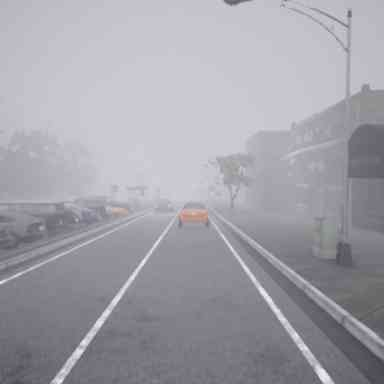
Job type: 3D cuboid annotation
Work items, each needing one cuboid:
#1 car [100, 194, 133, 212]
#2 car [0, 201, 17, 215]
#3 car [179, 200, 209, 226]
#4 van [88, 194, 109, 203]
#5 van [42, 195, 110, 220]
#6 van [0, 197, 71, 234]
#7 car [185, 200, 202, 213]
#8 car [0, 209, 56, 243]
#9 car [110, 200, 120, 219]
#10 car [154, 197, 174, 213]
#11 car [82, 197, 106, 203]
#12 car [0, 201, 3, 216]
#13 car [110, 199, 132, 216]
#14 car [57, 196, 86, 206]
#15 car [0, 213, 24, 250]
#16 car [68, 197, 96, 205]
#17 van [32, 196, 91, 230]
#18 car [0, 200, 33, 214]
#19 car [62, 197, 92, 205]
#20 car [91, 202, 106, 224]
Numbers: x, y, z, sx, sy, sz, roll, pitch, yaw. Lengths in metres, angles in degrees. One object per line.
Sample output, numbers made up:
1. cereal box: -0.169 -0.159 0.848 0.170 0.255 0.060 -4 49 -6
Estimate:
1. car: -8.915 1.427 34.304 5.566 2.045 2.435 0 0 0
2. car: -22.053 1.714 36.206 4.792 1.488 2.163 0 0 0
3. car: 0.130 1.507 24.628 2.097 1.767 4.553 0 0 0
4. van: -21.912 1.570 77.838 4.442 1.987 1.878 0 0 0
5. van: -9.059 1.433 25.894 4.442 1.987 1.878 0 0 0
6. van: -9.058 1.407 17.482 4.442 1.987 1.878 0 0 0
7. car: 0.151 1.759 41.914 2.033 1.411 5.357 0 0 0
8. car: -8.970 1.651 14.678 4.792 1.488 2.163 0 0 0
9. car: -8.946 1.705 28.696 4.674 1.452 2.002 0 0 0
10. car: -3.293 1.559 39.849 2.097 1.767 4.553 0 0 0
11. car: -22.059 1.817 75.064 4.792 1.488 2.163 0 0 0
12. car: -22.030 1.679 33.431 4.892 1.521 2.231 0 0 0
13. car: -8.758 1.669 31.499 5.366 1.575 1.946 0 0 0
14. car: -22.059 1.620 61.187 4.553 1.767 2.185 0 0 0
15. car: -8.938 1.643 11.870 4.674 1.452 2.002 0 0 0
16. car: -22.022 1.763 66.738 4.892 1.521 2.231 0 0 0
17. van: -8.825 1.418 20.283 4.442 1.987 1.878 0 0 0
18. car: -21.838 1.688 38.982 5.366 1.575 1.946 0 0 0
19. car: -22.033 1.754 63.963 5.008 1.535 2.097 0 0 0
20. car: -8.937 1.652 23.090 5.008 1.535 2.097 0 0 0
